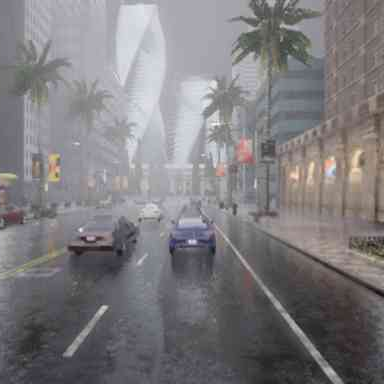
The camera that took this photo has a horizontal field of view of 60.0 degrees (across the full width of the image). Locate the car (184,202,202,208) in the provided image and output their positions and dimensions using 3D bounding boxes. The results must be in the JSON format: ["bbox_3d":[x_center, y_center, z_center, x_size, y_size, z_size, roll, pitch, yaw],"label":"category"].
[{"bbox_3d":[-0.079,1.839,29.389,1.994,1.385,4.181,0,0,0],"label":"car"}]

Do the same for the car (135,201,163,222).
[{"bbox_3d":[-3.579,1.801,29.393,1.812,1.442,4.674,0,0,0],"label":"car"}]

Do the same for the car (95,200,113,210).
[{"bbox_3d":[-13.928,1.975,52.867,2.231,1.521,4.892,0,-1,-1],"label":"car"}]

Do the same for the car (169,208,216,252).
[{"bbox_3d":[0.028,1.661,14.357,1.812,1.442,4.674,0,0,0],"label":"car"}]

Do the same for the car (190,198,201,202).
[{"bbox_3d":[0.756,1.954,64.643,2.097,1.767,4.553,0,-1,-1],"label":"car"}]

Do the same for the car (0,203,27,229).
[{"bbox_3d":[-13.620,1.575,23.496,2.185,1.767,4.553,0,-1,-1],"label":"car"}]

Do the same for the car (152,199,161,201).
[{"bbox_3d":[-7.547,2.191,71.847,1.812,1.442,4.674,0,-1,-1],"label":"car"}]

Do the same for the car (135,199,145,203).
[{"bbox_3d":[-11.047,2.218,71.896,1.994,1.385,4.181,0,-1,-1],"label":"car"}]

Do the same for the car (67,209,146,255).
[{"bbox_3d":[-3.477,1.679,13.977,2.033,1.411,5.357,0,-1,0],"label":"car"}]
